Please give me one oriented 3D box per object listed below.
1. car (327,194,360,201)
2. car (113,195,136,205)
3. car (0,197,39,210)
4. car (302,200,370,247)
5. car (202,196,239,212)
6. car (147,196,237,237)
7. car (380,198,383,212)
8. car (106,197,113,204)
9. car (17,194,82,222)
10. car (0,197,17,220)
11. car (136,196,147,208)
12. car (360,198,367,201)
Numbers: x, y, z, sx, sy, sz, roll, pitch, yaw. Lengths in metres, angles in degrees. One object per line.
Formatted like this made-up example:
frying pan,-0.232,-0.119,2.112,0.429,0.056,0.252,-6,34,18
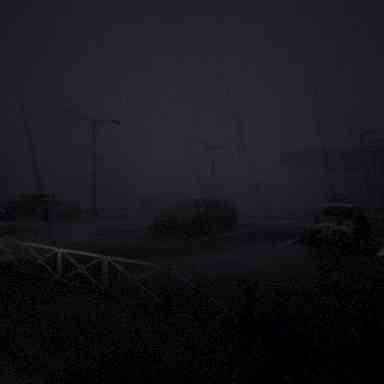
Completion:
car,12.971,1.089,29.049,1.932,1.855,4.605,0,0,35
car,-10.153,1.319,55.741,2.152,1.636,5.027,0,0,35
car,-21.057,1.387,40.591,1.970,1.475,3.806,0,0,35
car,5.791,1.237,13.230,1.970,1.475,3.806,0,0,35
car,3.214,1.290,36.826,2.007,1.523,4.514,0,0,35
car,0.366,1.159,16.673,2.152,1.636,5.027,0,0,35
car,20.199,1.062,33.572,1.905,1.878,3.866,0,0,35
car,-12.744,1.328,57.511,2.007,1.523,4.514,0,0,35
car,-10.078,1.083,24.065,1.905,1.878,3.866,0,0,35
car,-12.687,1.105,25.407,1.932,1.855,4.605,0,0,35
car,-4.918,1.313,42.634,1.845,1.501,3.633,0,0,35
car,17.839,1.346,35.992,1.970,1.475,3.806,0,0,35
